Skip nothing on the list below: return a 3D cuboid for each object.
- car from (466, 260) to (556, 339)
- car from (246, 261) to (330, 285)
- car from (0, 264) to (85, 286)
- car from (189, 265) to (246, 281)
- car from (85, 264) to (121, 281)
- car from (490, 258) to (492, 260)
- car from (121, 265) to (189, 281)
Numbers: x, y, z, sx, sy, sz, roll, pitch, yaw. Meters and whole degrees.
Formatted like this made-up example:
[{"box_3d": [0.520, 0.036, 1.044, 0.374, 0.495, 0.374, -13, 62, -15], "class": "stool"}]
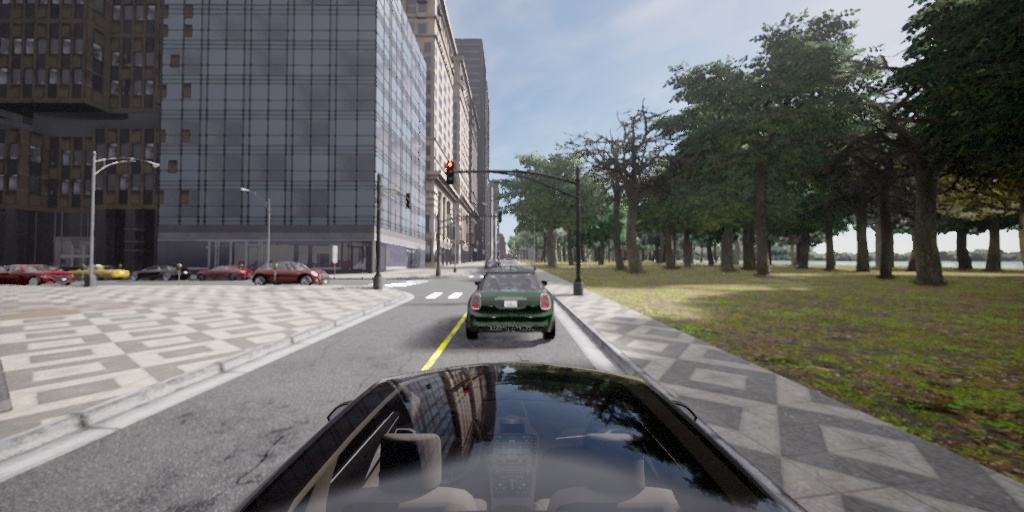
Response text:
[{"box_3d": [-0.025, 1.094, 10.162, 2.097, 1.767, 4.553, 0, 0, 0], "class": "car"}, {"box_3d": [-13.634, 1.087, 22.348, 4.097, 1.591, 1.967, 0, 0, -1], "class": "car"}, {"box_3d": [-30.064, 1.202, 22.250, 4.507, 1.381, 1.888, 0, 0, 0], "class": "car"}, {"box_3d": [-24.624, 1.447, 30.805, 4.207, 1.307, 1.802, 0, 0, 0], "class": "car"}, {"box_3d": [-35.767, 1.397, 30.739, 4.829, 1.417, 1.751, 0, 0, 0], "class": "car"}, {"box_3d": [-3.319, 1.295, 56.583, 2.128, 1.511, 4.902, 0, 0, 0], "class": "car"}, {"box_3d": [-30.110, 1.434, 30.773, 4.313, 1.339, 1.948, 0, 0, 0], "class": "car"}]
